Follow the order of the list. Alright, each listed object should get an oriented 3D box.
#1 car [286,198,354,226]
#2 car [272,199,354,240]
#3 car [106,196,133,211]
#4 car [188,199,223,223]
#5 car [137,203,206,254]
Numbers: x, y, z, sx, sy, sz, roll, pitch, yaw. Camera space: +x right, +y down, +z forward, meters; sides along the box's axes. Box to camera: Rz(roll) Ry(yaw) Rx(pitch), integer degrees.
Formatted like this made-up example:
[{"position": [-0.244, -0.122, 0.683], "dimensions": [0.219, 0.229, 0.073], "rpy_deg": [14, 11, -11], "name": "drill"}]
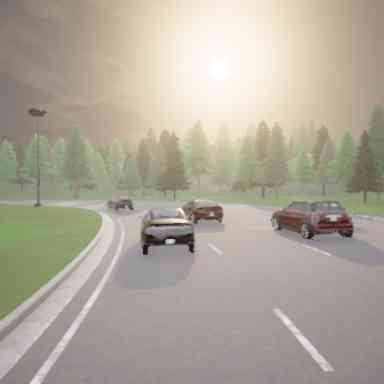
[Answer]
[{"position": [8.029, 1.202, 21.408], "dimensions": [1.812, 1.442, 4.674], "rpy_deg": [-1, 0, -13], "name": "car"}, {"position": [5.538, 1.116, 15.919], "dimensions": [2.097, 1.767, 4.553], "rpy_deg": [-1, 1, -10], "name": "car"}, {"position": [-7.562, 1.160, 34.575], "dimensions": [1.837, 1.490, 4.892], "rpy_deg": [0, 0, -28], "name": "car"}, {"position": [0.561, 1.205, 22.573], "dimensions": [1.882, 1.535, 5.008], "rpy_deg": [0, 0, -15], "name": "car"}, {"position": [-1.063, 1.345, 12.978], "dimensions": [2.128, 1.511, 4.902], "rpy_deg": [-1, 1, -9], "name": "car"}]
